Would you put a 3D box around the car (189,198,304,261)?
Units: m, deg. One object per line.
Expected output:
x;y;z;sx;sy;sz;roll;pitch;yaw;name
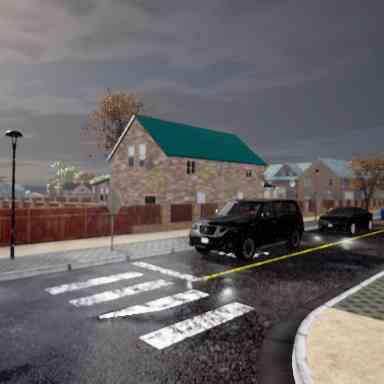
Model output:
2.357;1.282;13.006;2.150;2.045;5.566;1;0;44;car

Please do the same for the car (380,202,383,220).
18.762;1.469;29.852;2.150;2.045;5.566;1;0;45;car

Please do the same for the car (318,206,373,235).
9.421;1.618;20.274;1.882;1.535;5.008;1;0;44;car
